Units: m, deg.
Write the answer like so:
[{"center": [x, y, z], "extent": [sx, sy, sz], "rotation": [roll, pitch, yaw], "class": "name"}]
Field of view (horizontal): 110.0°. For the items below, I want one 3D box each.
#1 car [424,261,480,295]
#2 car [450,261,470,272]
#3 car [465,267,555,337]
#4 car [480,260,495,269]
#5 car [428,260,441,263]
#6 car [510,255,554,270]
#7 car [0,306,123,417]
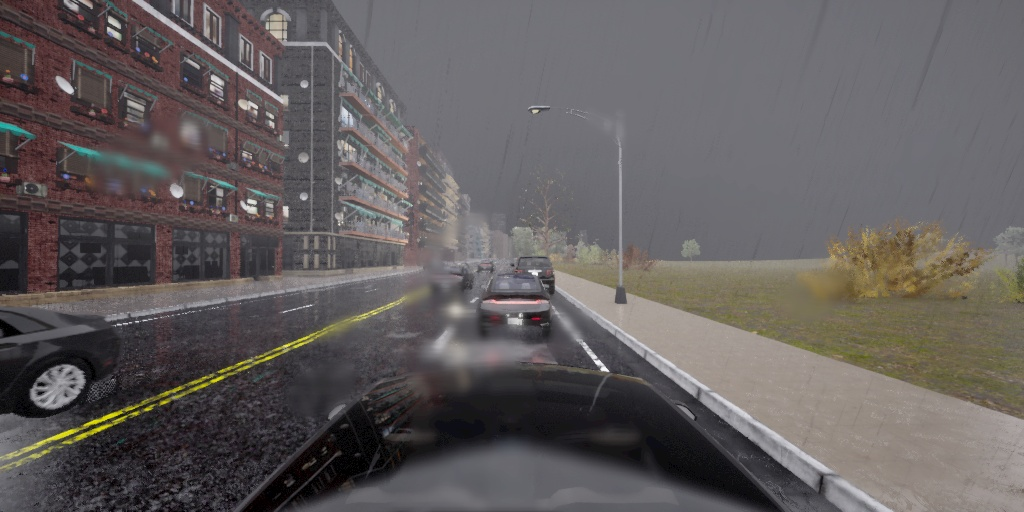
[{"center": [-3.172, 1.244, 19.732], "extent": [2.128, 1.511, 4.902], "rotation": [0, 0, 0], "class": "car"}, {"center": [-6.653, 1.314, 46.349], "extent": [1.994, 1.385, 4.181], "rotation": [0, 0, 0], "class": "car"}, {"center": [0.090, 1.243, 10.318], "extent": [2.128, 1.511, 4.902], "rotation": [0, 0, 0], "class": "car"}, {"center": [-3.202, 1.241, 44.796], "extent": [2.128, 1.511, 4.902], "rotation": [0, 0, 0], "class": "car"}, {"center": [-9.904, 1.255, 46.085], "extent": [1.837, 1.490, 4.892], "rotation": [0, 0, 0], "class": "car"}, {"center": [1.115, 0.977, 20.189], "extent": [2.150, 2.045, 5.566], "rotation": [0, 0, 0], "class": "car"}, {"center": [-6.601, 1.255, 3.129], "extent": [1.837, 1.490, 4.892], "rotation": [0, 0, 0], "class": "car"}]
